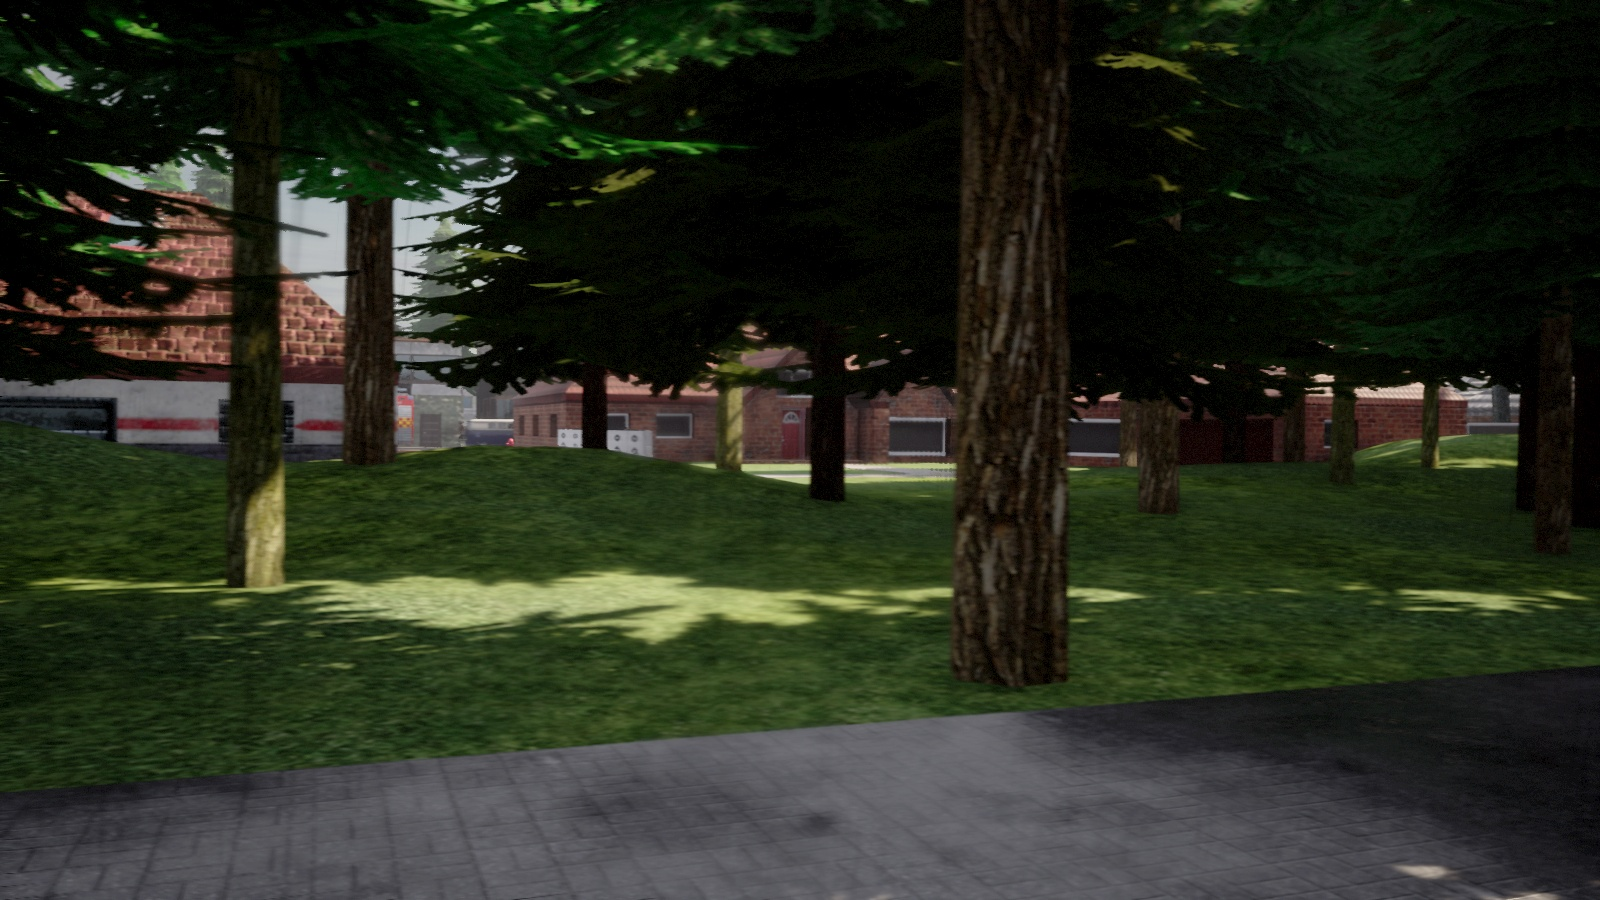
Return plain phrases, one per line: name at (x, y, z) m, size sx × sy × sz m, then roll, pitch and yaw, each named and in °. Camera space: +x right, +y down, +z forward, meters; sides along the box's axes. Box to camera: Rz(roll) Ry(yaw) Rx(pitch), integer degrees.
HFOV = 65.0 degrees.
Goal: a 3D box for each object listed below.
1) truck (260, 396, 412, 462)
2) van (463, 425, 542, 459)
truck at (-28.237, -1.308, 76.652) m, size 8.468 × 3.827 × 2.891 m, roll -1°, pitch 1°, yaw -21°
van at (-18.052, -0.495, 76.254) m, size 4.442 × 1.987 × 1.775 m, roll -1°, pitch 1°, yaw -21°
